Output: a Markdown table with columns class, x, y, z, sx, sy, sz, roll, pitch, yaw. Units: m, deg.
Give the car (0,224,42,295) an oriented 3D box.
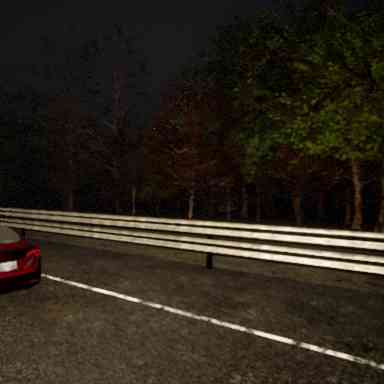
| class | x | y | z | sx | sy | sz | roll | pitch | yaw |
| --- | --- | --- | --- | --- | --- | --- | --- | --- | --- |
| car | -5.444 | 1.458 | 7.721 | 4.792 | 1.488 | 2.163 | 0 | 0 | 35 |
